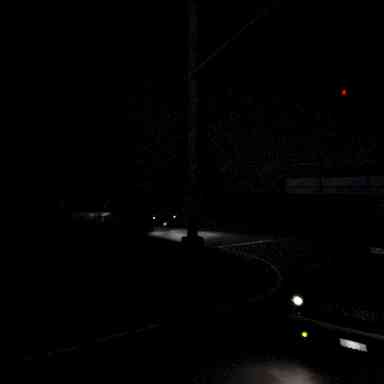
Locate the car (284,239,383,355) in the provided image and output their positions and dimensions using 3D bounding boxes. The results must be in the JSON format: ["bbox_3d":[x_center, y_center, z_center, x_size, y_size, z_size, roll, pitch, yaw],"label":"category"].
[{"bbox_3d":[3.336,1.601,5.926,1.895,1.301,4.718,0,0,37],"label":"car"}]

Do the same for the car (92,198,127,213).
[{"bbox_3d":[-9.387,1.478,38.142,1.882,1.535,5.008,-1,0,22],"label":"car"}]

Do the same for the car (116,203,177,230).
[{"bbox_3d":[-2.915,1.600,21.628,1.895,1.301,4.718,0,0,-37],"label":"car"}]
